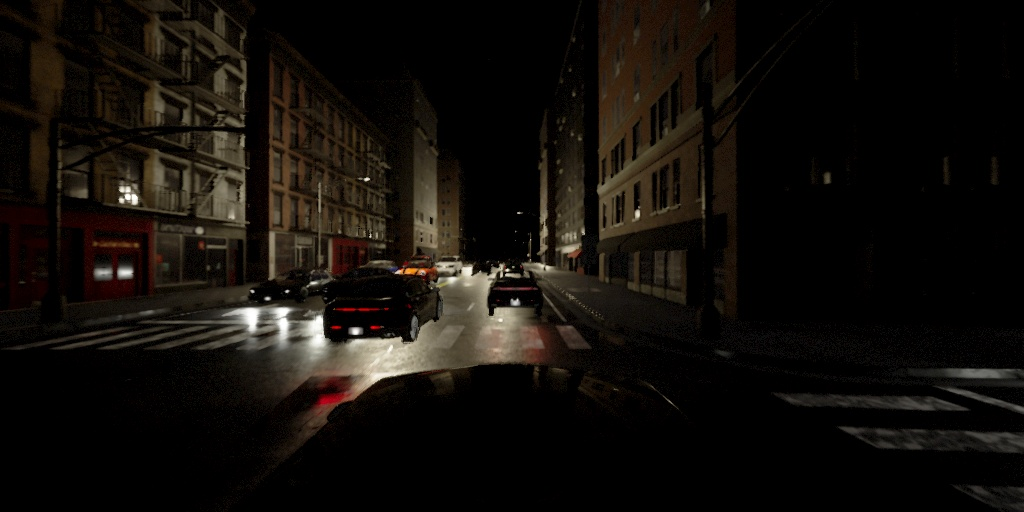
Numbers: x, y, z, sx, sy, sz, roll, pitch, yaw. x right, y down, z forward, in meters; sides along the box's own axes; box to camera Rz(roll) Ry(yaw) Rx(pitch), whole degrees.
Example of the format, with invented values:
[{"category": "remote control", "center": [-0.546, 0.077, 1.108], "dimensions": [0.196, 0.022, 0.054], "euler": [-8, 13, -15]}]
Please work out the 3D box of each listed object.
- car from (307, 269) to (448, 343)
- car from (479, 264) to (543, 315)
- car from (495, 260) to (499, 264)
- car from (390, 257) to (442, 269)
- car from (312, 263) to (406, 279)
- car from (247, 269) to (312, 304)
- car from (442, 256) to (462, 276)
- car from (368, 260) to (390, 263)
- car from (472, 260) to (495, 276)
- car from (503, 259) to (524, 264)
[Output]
[{"category": "car", "center": [-3.148, 1.262, 9.639], "dimensions": [1.837, 1.490, 4.892], "euler": [0, 0, 0]}, {"category": "car", "center": [0.106, 1.246, 13.581], "dimensions": [2.128, 1.511, 4.902], "euler": [0, 0, 0]}, {"category": "car", "center": [-3.136, 1.344, 60.050], "dimensions": [1.994, 1.385, 4.181], "euler": [0, 0, 0]}, {"category": "car", "center": [-6.582, 1.123, 25.184], "dimensions": [2.097, 1.767, 4.553], "euler": [0, 0, 0]}, {"category": "car", "center": [-6.591, 1.245, 16.158], "dimensions": [1.882, 1.535, 5.008], "euler": [0, 0, 0]}, {"category": "car", "center": [-9.874, 1.320, 16.980], "dimensions": [2.033, 1.411, 5.357], "euler": [0, 0, -3]}, {"category": "car", "center": [-6.569, 0.996, 37.556], "dimensions": [2.150, 2.045, 5.566], "euler": [0, 0, 0]}, {"category": "car", "center": [-9.831, 1.129, 26.340], "dimensions": [2.097, 1.767, 4.553], "euler": [0, 0, 0]}, {"category": "car", "center": [-3.134, 1.276, 37.907], "dimensions": [1.837, 1.490, 4.892], "euler": [0, 0, 0]}, {"category": "car", "center": [0.116, 1.118, 36.849], "dimensions": [2.097, 1.767, 4.553], "euler": [0, 0, 0]}]
